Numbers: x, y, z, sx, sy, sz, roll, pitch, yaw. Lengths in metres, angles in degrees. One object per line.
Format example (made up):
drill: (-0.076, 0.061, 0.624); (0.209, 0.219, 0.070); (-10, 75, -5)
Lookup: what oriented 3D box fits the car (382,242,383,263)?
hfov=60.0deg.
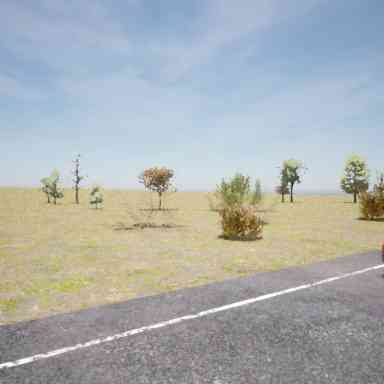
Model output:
car: (7.628, 1.221, 9.399); (5.566, 2.045, 2.150); (0, 0, -35)
